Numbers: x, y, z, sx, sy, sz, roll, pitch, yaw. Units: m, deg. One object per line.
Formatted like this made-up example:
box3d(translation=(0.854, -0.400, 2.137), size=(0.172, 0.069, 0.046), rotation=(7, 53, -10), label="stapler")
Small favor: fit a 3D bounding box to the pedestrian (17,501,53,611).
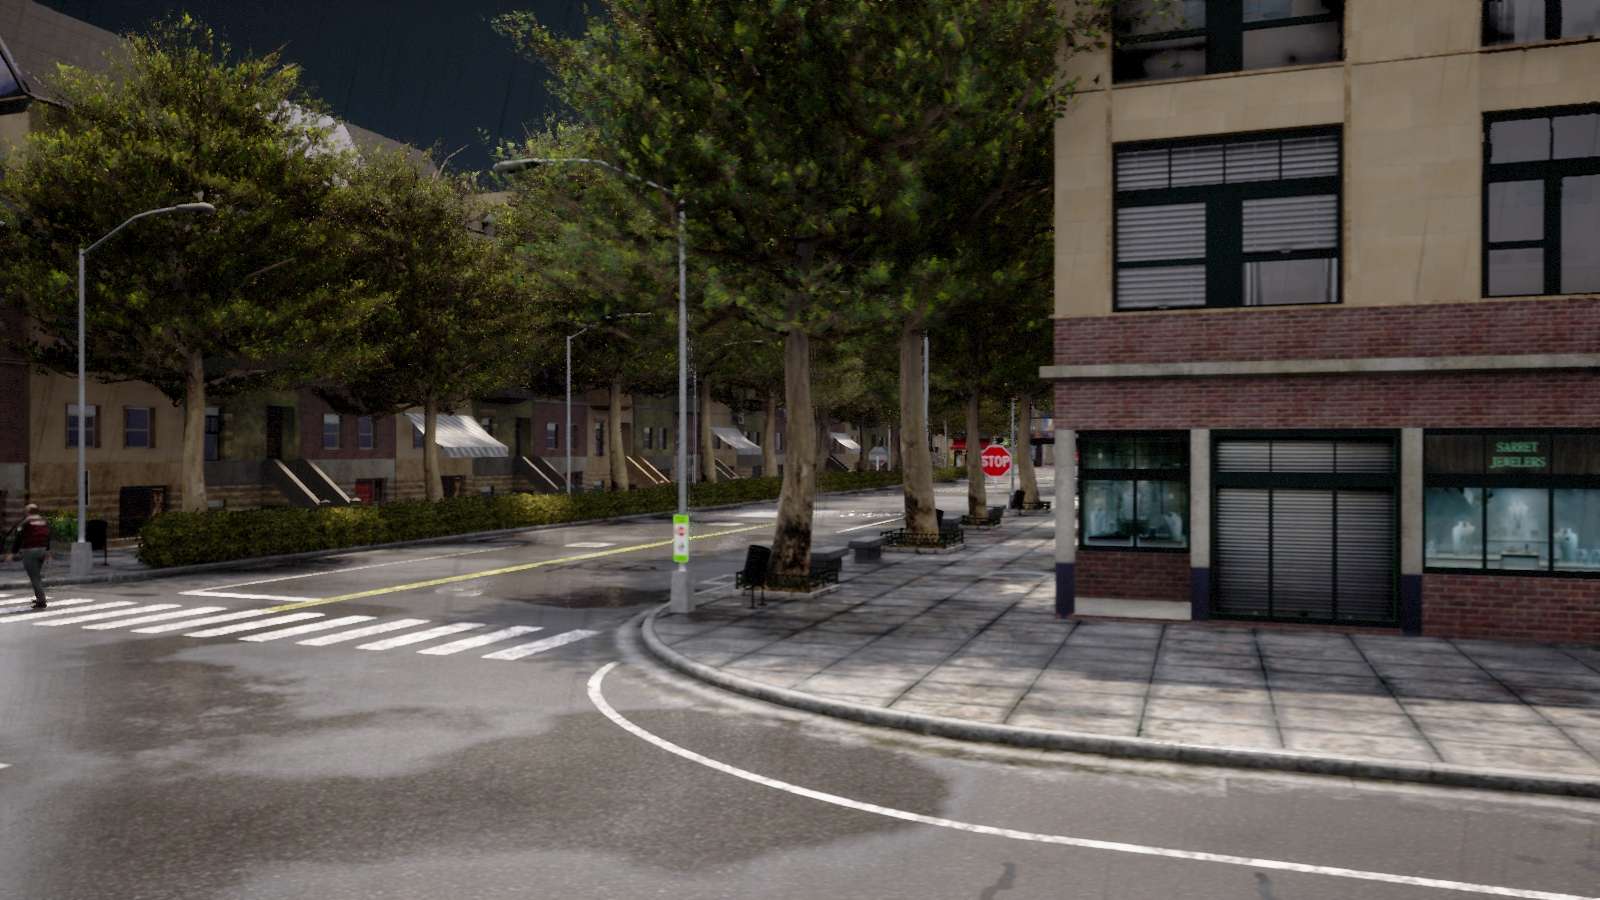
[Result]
box3d(translation=(-13.315, 1.835, 19.880), size=(0.375, 1.860, 0.375), rotation=(0, 0, 23), label="pedestrian")
